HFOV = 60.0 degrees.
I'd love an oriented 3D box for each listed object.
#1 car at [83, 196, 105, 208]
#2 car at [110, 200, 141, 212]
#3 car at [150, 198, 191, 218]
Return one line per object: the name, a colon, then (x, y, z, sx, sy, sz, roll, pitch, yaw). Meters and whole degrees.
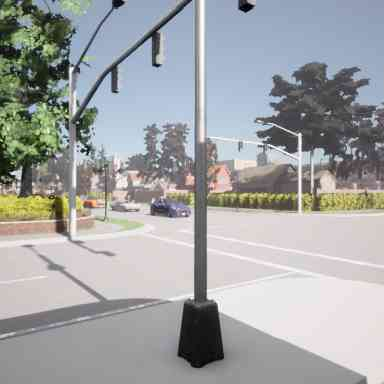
car: (-13.672, 1.352, 46.885, 2.097, 1.767, 4.553, 0, 0, -36)
car: (-7.785, 1.601, 38.743, 1.895, 1.301, 4.718, 0, 0, -36)
car: (-2.045, 1.352, 30.804, 2.097, 1.767, 4.553, 0, 0, -36)
